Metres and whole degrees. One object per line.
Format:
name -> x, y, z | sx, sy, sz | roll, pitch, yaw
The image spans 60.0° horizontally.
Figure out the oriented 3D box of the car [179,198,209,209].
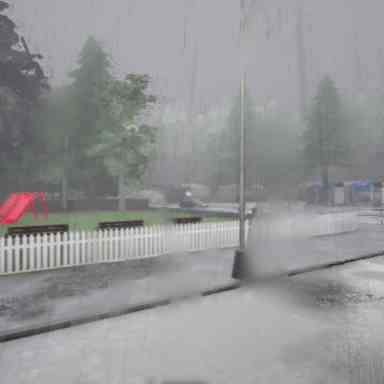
car -> 0.218, 1.489, 43.505 | 2.128, 1.511, 4.902 | 0, 0, -35
